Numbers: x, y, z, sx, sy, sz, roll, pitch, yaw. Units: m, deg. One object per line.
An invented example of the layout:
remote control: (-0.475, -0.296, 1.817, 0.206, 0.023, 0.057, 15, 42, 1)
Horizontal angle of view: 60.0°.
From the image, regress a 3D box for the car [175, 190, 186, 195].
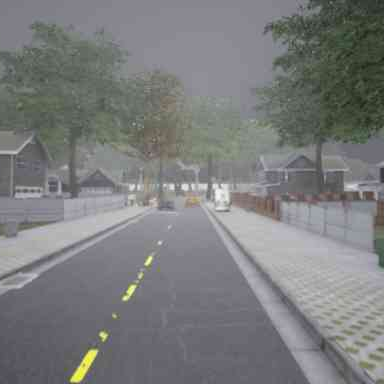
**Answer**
car: (-2.747, 0.318, 79.146, 2.150, 2.045, 5.566, 0, 1, 0)

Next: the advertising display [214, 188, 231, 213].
advertising display: (2.994, 0.865, 32.806, 1.540, 2.440, 0.280, -1, 0, 0)

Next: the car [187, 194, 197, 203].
car: (0.002, 1.155, 59.264, 1.812, 1.442, 4.674, 0, 1, 0)

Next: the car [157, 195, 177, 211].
car: (-2.841, 1.357, 37.610, 2.033, 1.411, 5.357, 0, 0, 0)

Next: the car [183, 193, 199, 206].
car: (0.056, 1.208, 48.249, 1.882, 1.535, 5.008, 0, 0, 0)
